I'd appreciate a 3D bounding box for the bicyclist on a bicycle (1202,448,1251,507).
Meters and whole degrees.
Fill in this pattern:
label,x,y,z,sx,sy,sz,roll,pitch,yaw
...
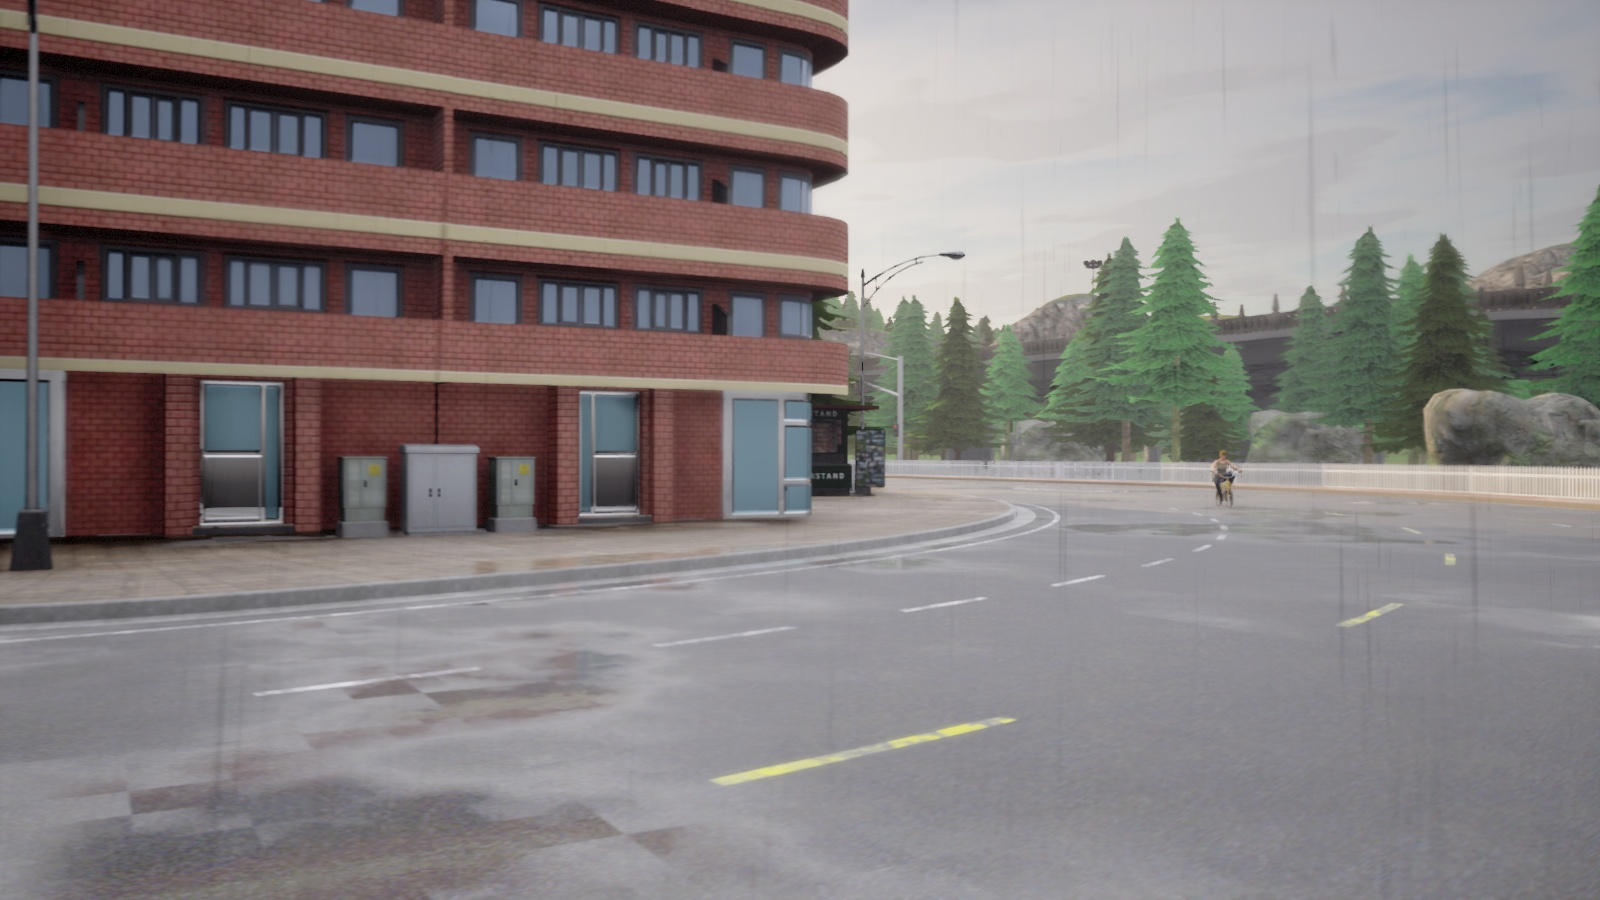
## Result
label,x,y,z,sx,sy,sz,roll,pitch,yaw
bicyclist on a bicycle,11.921,0.762,35.143,0.866,1.612,1.509,-1,0,2
